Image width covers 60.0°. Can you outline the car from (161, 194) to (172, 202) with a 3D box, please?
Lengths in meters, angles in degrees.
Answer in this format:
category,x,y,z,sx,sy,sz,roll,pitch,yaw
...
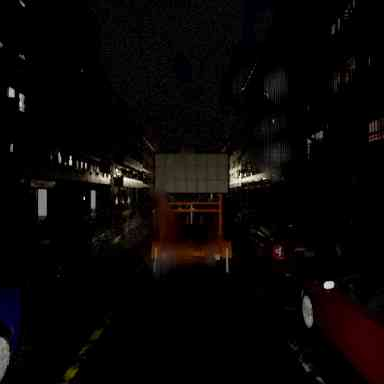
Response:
category,x,y,z,sx,sy,sz,roll,pitch,yaw
car,-5.803,1.292,77.154,2.192,1.841,5.009,0,0,0

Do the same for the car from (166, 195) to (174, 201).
category,x,y,z,sx,sy,sz,roll,pitch,yaw
car,-5.821,1.516,88.427,1.887,1.381,4.507,0,0,0

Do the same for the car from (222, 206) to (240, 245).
category,x,y,z,sx,sy,sz,roll,pitch,yaw
car,2.670,1.550,15.161,2.008,1.369,4.403,0,0,0

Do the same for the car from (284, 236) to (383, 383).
category,x,y,z,sx,sy,sz,roll,pitch,yaw
car,2.687,1.545,3.889,1.887,1.381,4.507,0,0,0

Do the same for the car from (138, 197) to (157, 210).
category,x,y,z,sx,sy,sz,roll,pitch,yaw
car,-5.753,1.432,43.335,1.967,1.590,4.097,0,0,0

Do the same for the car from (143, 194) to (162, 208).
category,x,y,z,sx,sy,sz,roll,pitch,yaw
car,-5.761,1.305,48.972,2.192,1.841,5.009,0,0,0

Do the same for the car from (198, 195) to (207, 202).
category,x,y,z,sx,sy,sz,roll,pitch,yaw
car,2.576,1.503,77.332,1.752,1.417,4.829,0,0,0

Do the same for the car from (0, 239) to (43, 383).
category,x,y,z,sx,sy,sz,roll,pitch,yaw
car,-3.103,1.478,2.249,1.882,1.535,5.008,0,0,0

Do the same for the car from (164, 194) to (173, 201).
category,x,y,z,sx,sy,sz,roll,pitch,yaw
car,-5.813,1.414,82.789,1.967,1.590,4.097,0,0,0

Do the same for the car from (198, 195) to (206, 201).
category,x,y,z,sx,sy,sz,roll,pitch,yaw
car,2.559,1.516,88.435,1.887,1.381,4.507,0,0,0

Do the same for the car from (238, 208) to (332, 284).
category,x,y,z,sx,sy,sz,roll,pitch,yaw
car,2.679,1.440,9.526,1.967,1.590,4.097,0,0,0

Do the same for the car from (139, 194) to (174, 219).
category,x,y,z,sx,sy,sz,roll,pitch,yaw
car,-3.043,1.218,29.569,2.150,2.045,5.566,0,0,0

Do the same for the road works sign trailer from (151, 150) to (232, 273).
category,x,y,z,sx,sy,sz,roll,pitch,yaw
road works sign trailer,-0.015,0.464,10.654,2.380,3.560,2.880,0,0,0

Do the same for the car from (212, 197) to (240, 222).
category,x,y,z,sx,sy,sz,roll,pitch,yaw
car,2.654,1.312,26.435,2.192,1.841,5.009,0,0,0

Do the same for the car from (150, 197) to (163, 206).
category,x,y,z,sx,sy,sz,roll,pitch,yaw
car,-5.771,1.570,54.608,1.802,1.307,4.206,0,0,0

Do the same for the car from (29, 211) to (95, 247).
category,x,y,z,sx,sy,sz,roll,pitch,yaw
car,-5.711,1.565,15.152,1.947,1.339,4.313,0,0,0

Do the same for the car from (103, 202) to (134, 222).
category,x,y,z,sx,sy,sz,roll,pitch,yaw
car,-5.728,1.523,26.255,1.752,1.417,4.829,0,0,0
